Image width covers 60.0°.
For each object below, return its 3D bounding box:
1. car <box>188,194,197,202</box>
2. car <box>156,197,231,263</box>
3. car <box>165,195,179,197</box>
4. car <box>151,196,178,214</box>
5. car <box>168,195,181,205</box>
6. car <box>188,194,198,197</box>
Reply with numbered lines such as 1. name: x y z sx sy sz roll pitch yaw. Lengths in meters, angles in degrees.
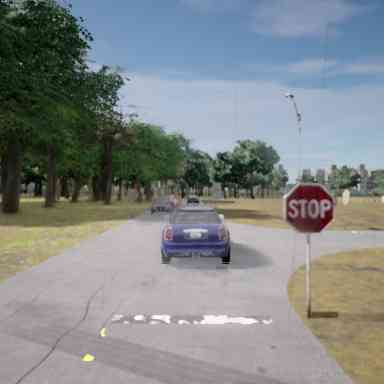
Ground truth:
1. car: 0.126 1.278 71.742 1.837 1.490 4.892 0 0 0
2. car: 0.108 1.243 11.732 2.097 1.767 4.553 -1 1 0
3. car: -2.761 1.127 42.109 2.097 1.767 4.553 0 0 0
4. car: -2.778 1.363 32.117 1.994 1.385 4.181 0 0 2
5. car: -2.724 1.266 52.484 1.837 1.490 4.892 0 0 0
6. car: 0.188 1.267 51.505 1.837 1.490 4.892 0 0 0
